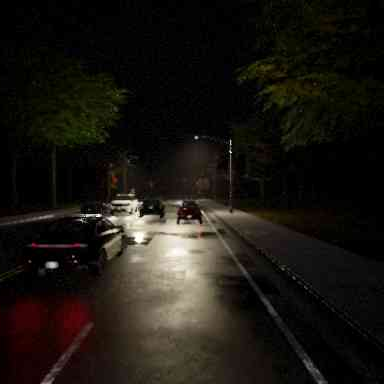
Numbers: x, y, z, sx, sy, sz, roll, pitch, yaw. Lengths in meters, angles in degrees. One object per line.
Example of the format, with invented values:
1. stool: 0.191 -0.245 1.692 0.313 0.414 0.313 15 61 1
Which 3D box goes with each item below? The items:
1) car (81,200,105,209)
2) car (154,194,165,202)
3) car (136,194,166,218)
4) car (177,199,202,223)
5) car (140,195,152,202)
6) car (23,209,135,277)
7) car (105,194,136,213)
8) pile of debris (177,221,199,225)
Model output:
1. car: -10.238 1.582 35.015 1.994 1.385 4.181 0 0 0
2. car: -7.286 1.297 75.221 2.097 1.767 4.553 0 0 -1
3. car: -3.499 1.366 30.464 2.097 1.767 4.553 0 0 -1
4. car: -0.197 1.534 25.374 1.812 1.442 4.674 0 0 0
5. car: -10.553 1.421 76.966 2.128 1.511 4.902 0 0 -1
6. car: -3.302 1.494 10.217 2.128 1.511 4.902 0 0 -1
7. car: -6.986 1.238 34.527 2.150 2.045 5.566 0 0 -1
8. pile of debris: -0.283 2.185 23.680 1.500 0.140 1.860 0 0 -1
